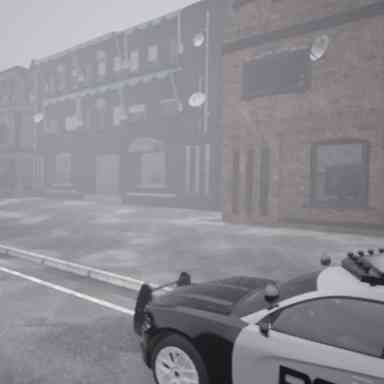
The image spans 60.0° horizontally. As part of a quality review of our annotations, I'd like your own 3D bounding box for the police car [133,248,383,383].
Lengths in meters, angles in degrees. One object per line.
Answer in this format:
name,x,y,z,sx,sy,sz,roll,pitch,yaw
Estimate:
police car,1.602,1.413,3.215,5.238,1.638,1.930,2,1,36
